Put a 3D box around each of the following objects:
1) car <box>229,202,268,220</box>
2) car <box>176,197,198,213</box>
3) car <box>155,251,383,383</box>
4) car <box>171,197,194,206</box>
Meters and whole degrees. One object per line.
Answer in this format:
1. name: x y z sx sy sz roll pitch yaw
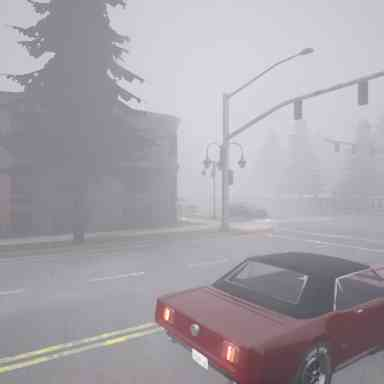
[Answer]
1. car: 4.521 1.570 28.684 1.994 1.385 4.181 0 0 -33
2. car: -1.288 1.358 37.540 2.097 1.767 4.553 0 0 -33
3. car: 1.936 1.602 5.011 4.718 1.301 1.895 0 0 -34
4. car: -1.736 1.536 57.640 1.812 1.442 4.674 0 0 -33
